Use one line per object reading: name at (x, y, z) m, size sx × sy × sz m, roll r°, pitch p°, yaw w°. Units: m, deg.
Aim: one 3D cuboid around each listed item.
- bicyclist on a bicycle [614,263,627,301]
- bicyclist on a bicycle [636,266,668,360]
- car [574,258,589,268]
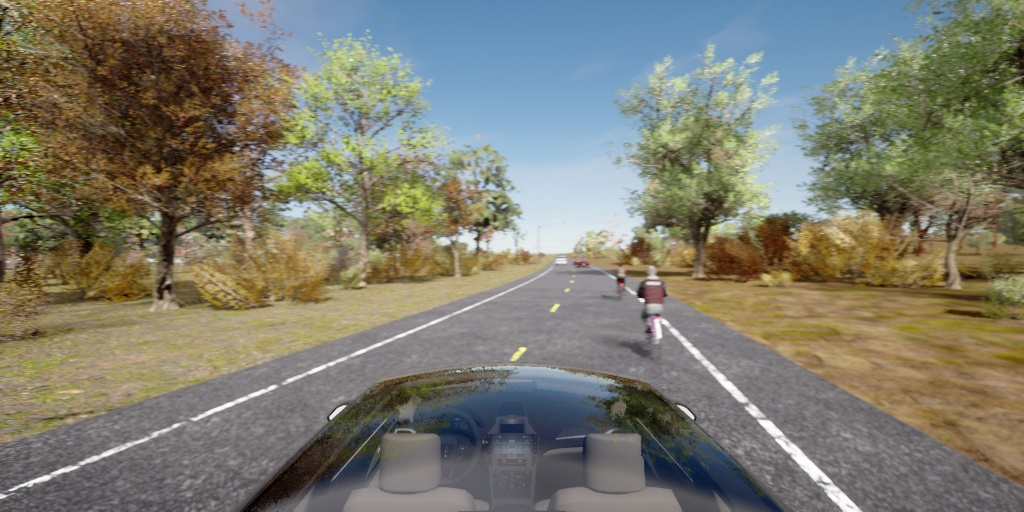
bicyclist on a bicycle at (4.850, 1.157, 15.944) m, size 0.582 × 1.620 × 1.656 m, roll -2°, pitch -1°, yaw 13°
bicyclist on a bicycle at (2.849, 1.079, 7.329) m, size 0.659 × 1.776 × 1.843 m, roll -2°, pitch 0°, yaw 14°
car at (11.915, 1.173, 60.244) m, size 1.882 × 1.535 × 5.008 m, roll -2°, pitch 0°, yaw 8°
